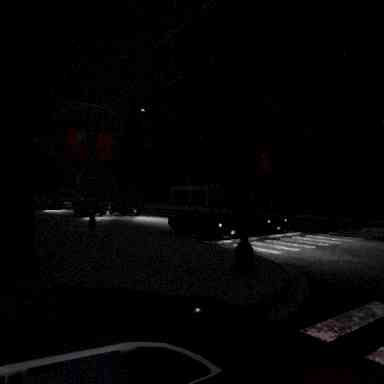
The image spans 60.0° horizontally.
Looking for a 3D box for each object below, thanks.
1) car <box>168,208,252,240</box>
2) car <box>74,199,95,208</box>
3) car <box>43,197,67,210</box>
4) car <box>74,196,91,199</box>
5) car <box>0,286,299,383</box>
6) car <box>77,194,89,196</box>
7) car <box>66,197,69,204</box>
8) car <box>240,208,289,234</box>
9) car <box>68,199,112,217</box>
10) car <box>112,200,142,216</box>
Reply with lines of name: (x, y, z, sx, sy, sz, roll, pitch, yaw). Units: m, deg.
car: (0.675, 1.643, 17.686, 1.895, 1.301, 4.718, 0, 0, -35)
car: (-17.837, 1.811, 54.934, 1.895, 1.301, 4.718, 0, 0, -36)
car: (-18.720, 1.734, 44.783, 1.994, 1.385, 4.181, 0, 0, -35)
car: (-14.395, 1.657, 44.297, 2.128, 1.511, 4.902, 0, 0, -35)
car: (-1.439, 1.492, 1.911, 4.902, 1.511, 2.128, 0, 0, -35)
car: (-21.898, 1.475, 66.151, 2.150, 2.045, 5.566, 0, 0, -36)
car: (-25.181, 1.745, 65.148, 2.128, 1.511, 4.902, 0, 0, -36)
car: (3.333, 1.650, 19.718, 1.895, 1.301, 4.718, 0, 0, -38)
car: (-10.173, 1.662, 32.792, 2.033, 1.411, 5.357, 0, 0, -36)
car: (-6.834, 1.608, 33.723, 2.128, 1.511, 4.902, 0, 0, -36)
